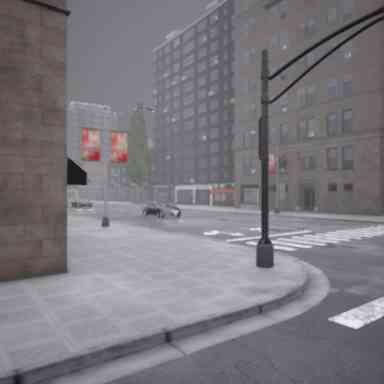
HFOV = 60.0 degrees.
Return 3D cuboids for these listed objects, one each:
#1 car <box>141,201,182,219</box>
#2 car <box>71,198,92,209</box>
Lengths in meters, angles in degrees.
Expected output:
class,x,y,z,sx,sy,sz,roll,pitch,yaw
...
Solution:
class,x,y,z,sx,sy,sz,roll,pitch,yaw
car,-2.775,1.534,29.461,2.128,1.511,4.902,0,0,-36
car,-15.882,1.606,47.851,1.882,1.535,5.008,0,0,-35
